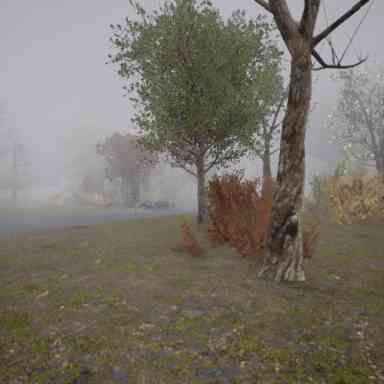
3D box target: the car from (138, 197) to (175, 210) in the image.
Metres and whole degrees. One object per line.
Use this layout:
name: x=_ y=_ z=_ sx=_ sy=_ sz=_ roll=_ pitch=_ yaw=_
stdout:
car: x=-4.147 y=1.354 z=39.863 sx=2.033 sy=1.411 sz=5.357 roll=0 pitch=0 yaw=31
